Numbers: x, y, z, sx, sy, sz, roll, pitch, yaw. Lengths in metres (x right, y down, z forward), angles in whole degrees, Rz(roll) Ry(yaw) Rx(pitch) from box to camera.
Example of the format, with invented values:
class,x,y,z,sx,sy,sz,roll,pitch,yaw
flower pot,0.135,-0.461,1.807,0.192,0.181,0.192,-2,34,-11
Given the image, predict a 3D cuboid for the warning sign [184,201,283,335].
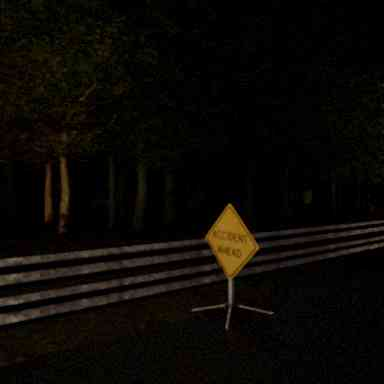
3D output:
class,x,y,z,sx,sy,sz,roll,pitch,yaw
warning sign,0.673,1.124,5.645,1.060,1.860,1.300,-1,2,-36
